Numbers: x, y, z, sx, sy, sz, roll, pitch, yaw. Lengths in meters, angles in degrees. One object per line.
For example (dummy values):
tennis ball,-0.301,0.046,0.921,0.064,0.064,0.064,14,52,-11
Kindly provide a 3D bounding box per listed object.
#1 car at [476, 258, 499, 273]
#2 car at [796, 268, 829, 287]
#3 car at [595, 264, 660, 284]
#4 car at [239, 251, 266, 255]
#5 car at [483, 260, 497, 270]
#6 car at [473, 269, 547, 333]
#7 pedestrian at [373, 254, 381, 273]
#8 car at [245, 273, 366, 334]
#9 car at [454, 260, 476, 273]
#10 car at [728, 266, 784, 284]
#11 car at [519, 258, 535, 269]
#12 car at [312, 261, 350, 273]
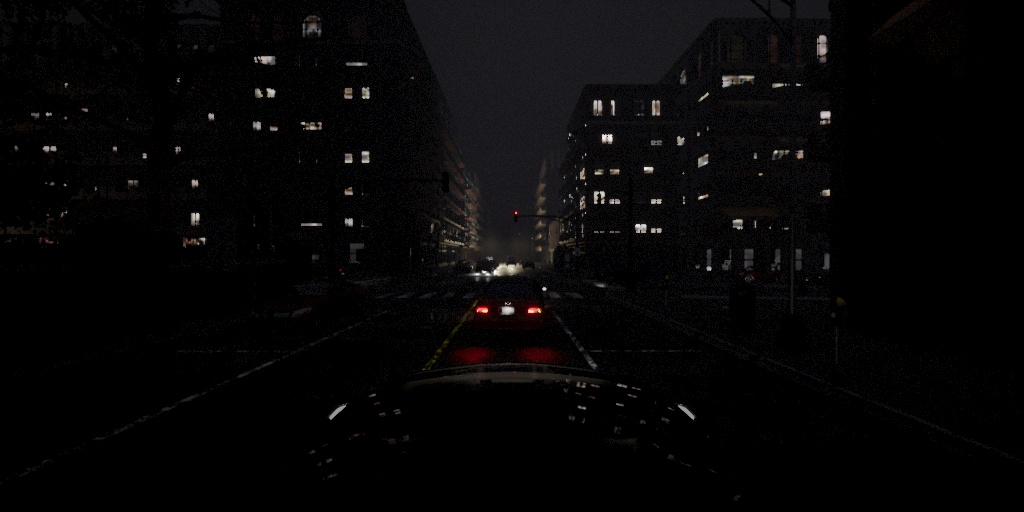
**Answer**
car,-3.175,1.280,43.234,2.033,1.411,5.357,0,0,4
car,26.236,1.715,28.973,4.902,1.511,2.128,1,0,-1
car,9.190,1.388,28.723,5.008,1.535,1.882,1,0,-1
car,-17.597,0.686,25.126,5.566,2.045,2.150,1,0,-1
car,-3.211,1.331,53.185,1.895,1.301,4.718,0,0,0
car,0.056,1.293,10.758,2.033,1.411,5.357,0,0,3
pedestrian,-12.794,0.640,33.932,0.375,1.860,0.375,0,-1,-1
car,-5.710,1.328,10.547,1.802,1.307,4.207,0,0,0
car,-5.794,1.173,42.958,1.967,1.591,4.097,0,0,0
car,21.305,1.560,31.465,4.097,1.591,1.967,0,0,-1
car,2.556,1.280,54.252,2.007,1.370,4.403,0,0,0
car,-15.579,1.080,28.353,4.718,1.301,1.895,1,0,-1
